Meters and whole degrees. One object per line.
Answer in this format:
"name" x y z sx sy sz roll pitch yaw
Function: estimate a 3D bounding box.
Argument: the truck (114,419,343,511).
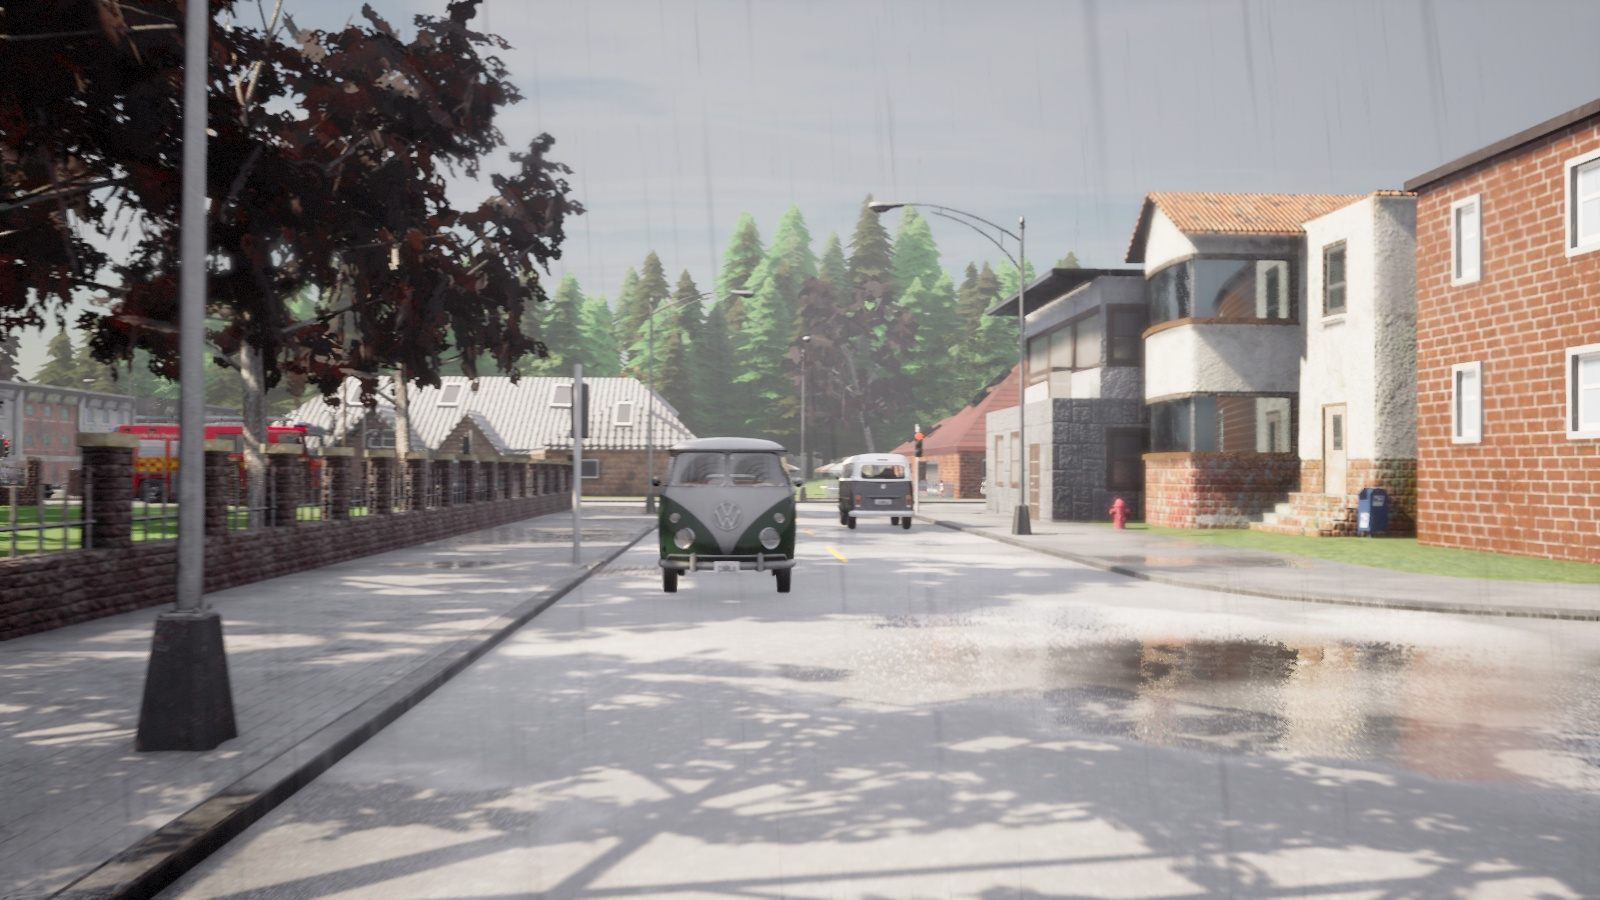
"truck" -24.490 0.650 54.156 8.468 3.827 2.891 0 -1 -4

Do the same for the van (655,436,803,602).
"van" -0.964 0.862 17.297 1.775 1.987 4.442 0 -1 -3

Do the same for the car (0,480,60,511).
"car" -34.542 1.942 53.583 4.718 1.301 1.895 0 -1 -4

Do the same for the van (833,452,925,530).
"van" 2.134 1.125 35.302 2.069 2.038 4.480 0 -1 -3
